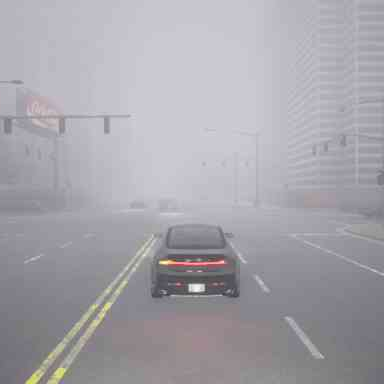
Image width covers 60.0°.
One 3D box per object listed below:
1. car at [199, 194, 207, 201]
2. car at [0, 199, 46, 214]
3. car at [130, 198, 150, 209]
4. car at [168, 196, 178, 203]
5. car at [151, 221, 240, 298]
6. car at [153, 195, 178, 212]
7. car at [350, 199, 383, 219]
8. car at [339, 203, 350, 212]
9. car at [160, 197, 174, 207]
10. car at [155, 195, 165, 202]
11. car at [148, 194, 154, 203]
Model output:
[{"bbox_3d":[2.912,1.355,88.755,2.097,1.767,4.553,0,0,0],"label":"car"},{"bbox_3d":[-17.915,1.525,35.175,4.674,1.442,1.812,0,0,-2],"label":"car"},{"bbox_3d":[-7.400,1.601,46.301,1.895,1.301,4.718,0,0,0],"label":"car"},{"bbox_3d":[-3.954,1.526,68.323,1.812,1.442,4.674,0,0,0],"label":"car"},{"bbox_3d":[0.055,1.505,8.498,1.837,1.490,4.892,0,0,-1],"label":"car"},{"bbox_3d":[-2.960,1.492,39.338,2.128,1.511,4.902,0,0,-12],"label":"car"},{"bbox_3d":[16.865,1.547,28.432,5.357,1.411,2.033,0,0,-1],"label":"car"},{"bbox_3d":[18.443,1.477,35.713,5.008,1.535,1.882,0,0,-1],"label":"car"},{"bbox_3d":[-3.939,1.526,53.051,1.812,1.442,4.674,0,0,0],"label":"car"},{"bbox_3d":[-7.520,1.523,78.665,2.128,1.511,4.902,0,0,0],"label":"car"},{"bbox_3d":[-7.470,1.564,63.848,1.994,1.385,4.181,0,0,0],"label":"car"}]
